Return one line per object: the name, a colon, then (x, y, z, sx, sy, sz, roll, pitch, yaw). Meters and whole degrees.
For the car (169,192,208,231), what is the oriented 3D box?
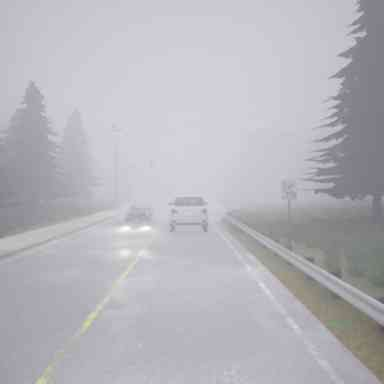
car: (-0.229, 1.199, 20.425, 2.150, 2.045, 5.566, 0, 0, -2)

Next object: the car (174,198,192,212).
car: (-1.098, 1.504, 40.098, 2.033, 1.411, 5.357, 0, 0, -3)

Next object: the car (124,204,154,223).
car: (-3.999, 1.643, 25.710, 1.895, 1.301, 4.718, 0, 0, -2)
